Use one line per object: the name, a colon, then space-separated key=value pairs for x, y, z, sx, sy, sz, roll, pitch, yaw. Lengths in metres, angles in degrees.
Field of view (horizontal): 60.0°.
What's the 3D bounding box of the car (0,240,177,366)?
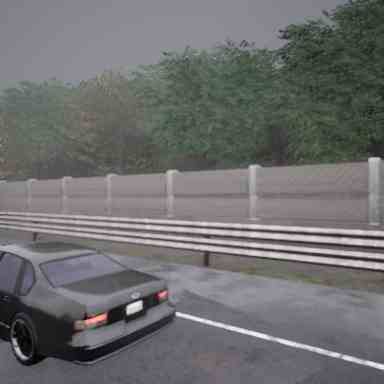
car: x=-2.800 y=1.603 z=5.883 sx=5.357 sy=1.411 sz=2.033 roll=-1 pitch=0 yaw=36
